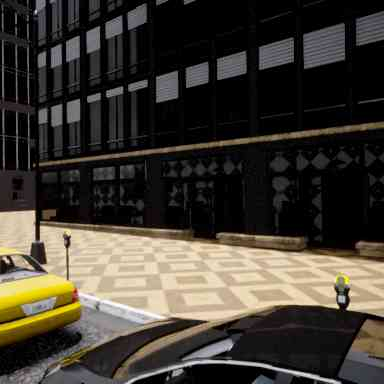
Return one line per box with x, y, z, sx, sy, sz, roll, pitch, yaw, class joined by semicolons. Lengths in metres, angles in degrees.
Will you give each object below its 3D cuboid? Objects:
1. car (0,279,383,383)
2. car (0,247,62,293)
0.677;1.566;2.363;4.313;1.339;1.947;0;-1;35;car
-3.957;1.527;5.877;4.829;1.417;1.752;0;-1;35;car
